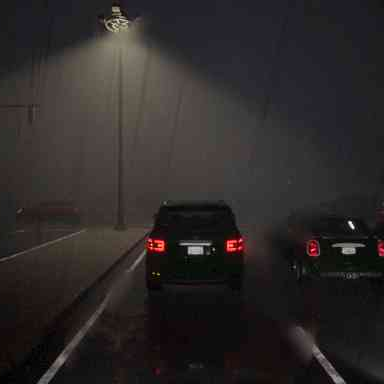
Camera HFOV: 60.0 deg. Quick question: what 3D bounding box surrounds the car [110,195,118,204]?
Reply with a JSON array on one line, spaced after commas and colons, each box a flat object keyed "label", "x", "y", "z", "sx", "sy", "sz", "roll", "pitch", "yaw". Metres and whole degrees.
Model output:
[{"label": "car", "x": -15.108, "y": 1.601, "z": 62.040, "sx": 1.895, "sy": 1.301, "sz": 4.718, "roll": 0, "pitch": 0, "yaw": 0}]

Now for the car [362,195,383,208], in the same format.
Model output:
[{"label": "car", "x": 7.070, "y": 1.221, "z": 8.809, "sx": 2.150, "sy": 2.045, "sz": 5.566, "roll": 0, "pitch": 0, "yaw": 0}]

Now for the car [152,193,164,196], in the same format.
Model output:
[{"label": "car", "x": -8.063, "y": 1.225, "z": 73.498, "sx": 2.150, "sy": 2.045, "sz": 5.566, "roll": 0, "pitch": 0, "yaw": 0}]

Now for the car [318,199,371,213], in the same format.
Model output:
[{"label": "car", "x": 16.562, "y": 1.505, "z": 36.199, "sx": 4.892, "sy": 1.490, "sz": 1.837, "roll": 0, "pitch": 0, "yaw": 2}]

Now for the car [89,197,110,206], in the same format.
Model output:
[{"label": "car", "x": -15.135, "y": 1.564, "z": 53.287, "sx": 1.994, "sy": 1.385, "sz": 4.181, "roll": 0, "pitch": 0, "yaw": 0}]

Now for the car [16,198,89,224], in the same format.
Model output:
[{"label": "car", "x": -10.399, "y": 1.352, "z": 24.489, "sx": 4.553, "sy": 1.767, "sz": 2.097, "roll": 0, "pitch": 0, "yaw": -3}]

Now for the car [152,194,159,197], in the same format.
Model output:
[{"label": "car", "x": -8.108, "y": 1.547, "z": 62.977, "sx": 2.033, "sy": 1.411, "sz": 5.357, "roll": 0, "pitch": 0, "yaw": 1}]

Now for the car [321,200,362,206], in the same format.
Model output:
[{"label": "car", "x": 11.788, "y": 1.548, "z": 25.559, "sx": 5.357, "sy": 1.411, "sz": 2.033, "roll": 0, "pitch": 0, "yaw": -1}]

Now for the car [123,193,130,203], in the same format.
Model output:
[{"label": "car", "x": -15.062, "y": 1.225, "z": 71.936, "sx": 2.150, "sy": 2.045, "sz": 5.566, "roll": 0, "pitch": 0, "yaw": 0}]

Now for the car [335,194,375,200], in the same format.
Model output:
[{"label": "car", "x": 13.903, "y": 1.221, "z": 29.157, "sx": 5.566, "sy": 2.045, "sz": 2.150, "roll": 0, "pitch": 0, "yaw": 1}]

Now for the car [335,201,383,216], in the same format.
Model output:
[{"label": "car", "x": 16.816, "y": 1.601, "z": 32.682, "sx": 4.718, "sy": 1.301, "sz": 1.895, "roll": 0, "pitch": 0, "yaw": 2}]

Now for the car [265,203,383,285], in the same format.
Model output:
[{"label": "car", "x": 3.571, "y": 1.352, "z": 9.684, "sx": 2.097, "sy": 1.767, "sz": 4.553, "roll": 0, "pitch": 0, "yaw": 0}]

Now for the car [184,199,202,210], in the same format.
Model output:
[{"label": "car", "x": 0.089, "y": 1.601, "z": 42.914, "sx": 1.895, "sy": 1.301, "sz": 4.718, "roll": 0, "pitch": 0, "yaw": -4}]

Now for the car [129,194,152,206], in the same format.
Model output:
[{"label": "car", "x": -8.138, "y": 1.491, "z": 53.230, "sx": 2.128, "sy": 1.511, "sz": 4.902, "roll": 0, "pitch": 0, "yaw": 0}]

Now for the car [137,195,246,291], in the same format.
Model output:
[{"label": "car", "x": 0.072, "y": 1.221, "z": 9.116, "sx": 2.150, "sy": 2.045, "sz": 5.566, "roll": 0, "pitch": 0, "yaw": 0}]

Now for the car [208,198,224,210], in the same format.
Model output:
[{"label": "car", "x": 3.291, "y": 1.547, "z": 44.941, "sx": 2.033, "sy": 1.411, "sz": 5.357, "roll": 0, "pitch": 0, "yaw": 4}]

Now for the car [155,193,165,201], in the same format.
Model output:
[{"label": "car", "x": -8.042, "y": 1.210, "z": 84.270, "sx": 2.150, "sy": 2.045, "sz": 5.566, "roll": 0, "pitch": 0, "yaw": 0}]

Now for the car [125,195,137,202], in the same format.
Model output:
[{"label": "car", "x": -15.061, "y": 1.525, "z": 82.036, "sx": 2.128, "sy": 1.511, "sz": 4.902, "roll": 0, "pitch": 0, "yaw": 0}]

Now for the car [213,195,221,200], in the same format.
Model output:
[{"label": "car", "x": 7.164, "y": 1.552, "z": 95.117, "sx": 1.994, "sy": 1.385, "sz": 4.181, "roll": 0, "pitch": 0, "yaw": 1}]

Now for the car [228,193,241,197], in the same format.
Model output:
[{"label": "car", "x": 6.975, "y": 1.220, "z": 55.038, "sx": 2.150, "sy": 2.045, "sz": 5.566, "roll": 0, "pitch": 0, "yaw": 1}]
